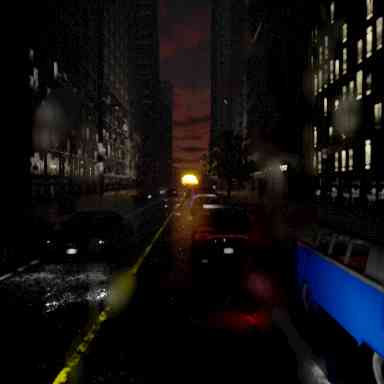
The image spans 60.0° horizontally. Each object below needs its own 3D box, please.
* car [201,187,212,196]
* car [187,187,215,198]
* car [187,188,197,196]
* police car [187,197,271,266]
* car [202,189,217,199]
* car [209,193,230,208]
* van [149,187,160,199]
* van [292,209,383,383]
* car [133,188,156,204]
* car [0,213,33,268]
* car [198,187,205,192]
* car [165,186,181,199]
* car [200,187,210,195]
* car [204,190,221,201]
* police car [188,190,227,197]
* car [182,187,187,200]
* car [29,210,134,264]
[{"bbox_3d":[2.630,-0.083,61.458,1.967,1.590,4.097,0,1,0],"label":"car"},{"bbox_3d":[0.873,0.576,26.587,2.150,2.045,5.566,0,1,0],"label":"car"},{"bbox_3d":[-0.062,-0.036,62.127,1.837,1.490,4.892,0,1,0],"label":"car"},{"bbox_3d":[0.889,1.162,10.677,1.930,1.638,5.238,0,1,0],"label":"police car"},{"bbox_3d":[2.641,0.320,50.080,2.008,1.369,4.403,0,1,0],"label":"car"},{"bbox_3d":[2.657,0.777,33.008,1.802,1.307,4.206,0,1,0],"label":"car"},{"bbox_3d":[-5.740,0.111,50.070,1.690,1.788,3.998,0,1,0],"label":"van"},{"bbox_3d":[2.686,1.227,4.549,1.690,1.788,3.998,0,1,0],"label":"van"},{"bbox_3d":[-5.729,0.606,38.694,2.008,1.369,4.403,0,1,0],"label":"car"},{"bbox_3d":[-5.701,1.330,10.240,1.802,1.307,4.206,0,1,0],"label":"car"},{"bbox_3d":[2.602,-0.721,89.914,1.887,1.381,4.507,0,2,0],"label":"car"},{"bbox_3d":[-3.132,0.229,51.794,1.837,1.490,4.892,0,2,0],"label":"car"},{"bbox_3d":[2.624,-0.230,67.148,1.967,1.590,4.097,0,1,0],"label":"car"},{"bbox_3d":[2.646,0.464,44.389,2.008,1.369,4.403,0,1,0],"label":"car"},{"bbox_3d":[0.879,0.920,20.674,1.930,1.638,5.238,0,1,0],"label":"police car"},{"bbox_3d":[-0.036,0.347,48.039,1.812,1.442,4.674,0,1,0],"label":"car"},{"bbox_3d":[-3.110,1.303,10.608,1.994,1.385,4.181,0,1,0],"label":"car"}]
